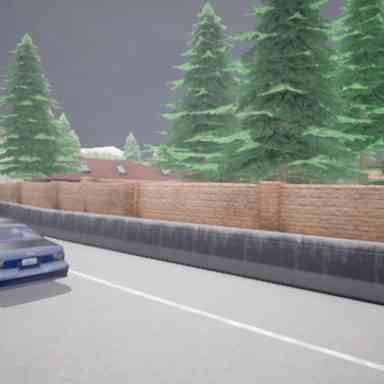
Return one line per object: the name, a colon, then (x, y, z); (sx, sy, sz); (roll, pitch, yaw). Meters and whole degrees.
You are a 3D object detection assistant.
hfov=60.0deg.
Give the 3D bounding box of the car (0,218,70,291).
car: (-5.073, 1.354, 8.176); (5.357, 1.411, 2.033); (2, 1, 41)
